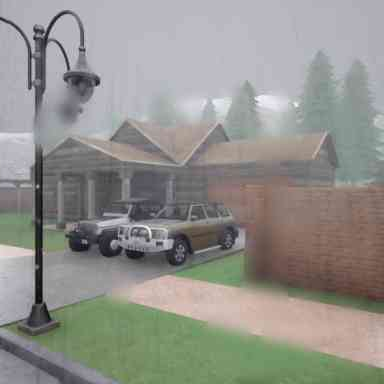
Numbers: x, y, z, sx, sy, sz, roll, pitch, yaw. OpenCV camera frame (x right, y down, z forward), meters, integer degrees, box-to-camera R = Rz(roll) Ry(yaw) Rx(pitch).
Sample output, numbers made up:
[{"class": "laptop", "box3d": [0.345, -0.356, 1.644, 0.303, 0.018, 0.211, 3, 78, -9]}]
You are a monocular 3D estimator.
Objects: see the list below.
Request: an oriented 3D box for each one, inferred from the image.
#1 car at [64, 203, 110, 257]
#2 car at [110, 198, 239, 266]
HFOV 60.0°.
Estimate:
[{"class": "car", "box3d": [-2.510, 1.176, 12.247, 1.905, 1.878, 3.866, 0, 0, 35]}, {"class": "car", "box3d": [-0.223, 1.174, 11.132, 1.932, 1.855, 4.605, 0, 0, 35]}]
